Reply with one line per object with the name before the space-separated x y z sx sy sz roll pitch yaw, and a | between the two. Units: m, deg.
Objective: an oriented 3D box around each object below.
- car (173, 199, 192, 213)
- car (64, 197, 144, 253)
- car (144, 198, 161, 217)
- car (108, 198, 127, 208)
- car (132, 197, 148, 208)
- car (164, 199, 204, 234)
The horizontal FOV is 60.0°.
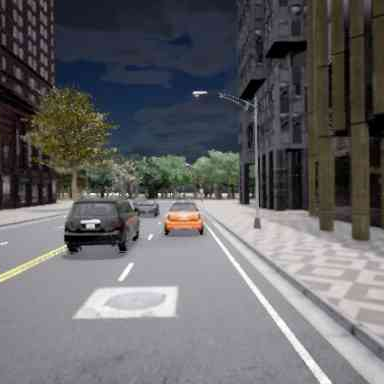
car | -1.084 1.569 38.721 2.033 1.411 5.357 -1 0 -2
car | -3.549 1.265 14.036 2.150 2.045 5.566 -1 0 -2
car | -4.135 1.547 32.456 2.128 1.511 4.902 -1 0 -2
car | -11.335 1.695 50.925 1.994 1.385 4.181 -1 0 -2
car | -8.103 1.626 51.744 1.837 1.490 4.892 -1 0 -2
car | -0.472 1.361 19.314 2.097 1.767 4.553 -1 0 -2
